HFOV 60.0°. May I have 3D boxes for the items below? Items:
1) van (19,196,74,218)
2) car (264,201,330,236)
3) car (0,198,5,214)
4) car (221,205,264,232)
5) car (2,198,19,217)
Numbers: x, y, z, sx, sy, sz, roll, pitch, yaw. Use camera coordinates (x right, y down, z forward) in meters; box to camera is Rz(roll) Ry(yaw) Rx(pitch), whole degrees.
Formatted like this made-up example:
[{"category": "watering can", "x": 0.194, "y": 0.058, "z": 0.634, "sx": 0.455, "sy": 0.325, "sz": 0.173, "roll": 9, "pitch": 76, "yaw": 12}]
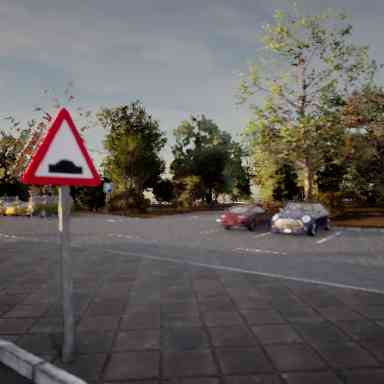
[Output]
[{"category": "van", "x": -13.664, "y": 1.388, "z": 31.959, "sx": 1.878, "sy": 1.987, "sz": 4.442, "roll": -1, "pitch": -1, "yaw": 35}, {"category": "car", "x": 6.035, "y": 1.324, "z": 18.304, "sx": 2.185, "sy": 1.767, "sz": 4.553, "roll": 0, "pitch": 0, "yaw": 35}, {"category": "car", "x": -17.952, "y": 1.715, "z": 35.337, "sx": 1.946, "sy": 1.575, "sz": 5.366, "roll": -2, "pitch": -1, "yaw": 35}, {"category": "car", "x": 3.413, "y": 1.494, "z": 20.088, "sx": 2.002, "sy": 1.452, "sz": 4.674, "roll": 0, "pitch": 0, "yaw": 35}, {"category": "car", "x": -15.774, "y": 1.661, "z": 33.808, "sx": 1.946, "sy": 1.575, "sz": 5.366, "roll": -1, "pitch": -1, "yaw": 35}]
